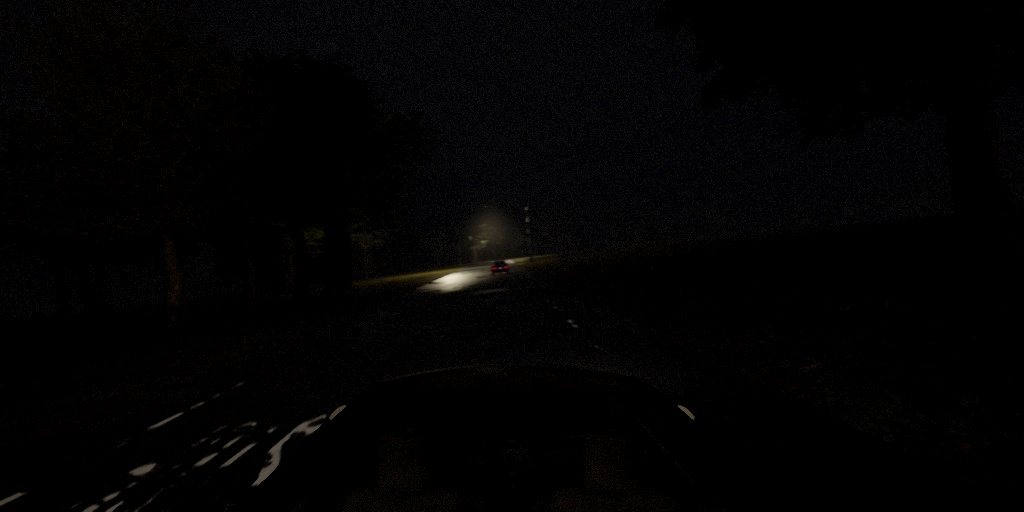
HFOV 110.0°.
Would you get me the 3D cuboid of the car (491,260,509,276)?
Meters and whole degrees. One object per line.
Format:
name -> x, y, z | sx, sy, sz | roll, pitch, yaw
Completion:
car -> -1.262, 1.248, 38.361 | 2.033, 1.411, 5.357 | -5, 0, -2
